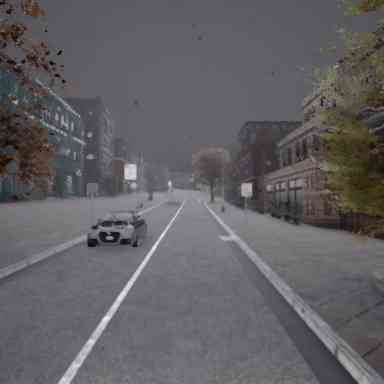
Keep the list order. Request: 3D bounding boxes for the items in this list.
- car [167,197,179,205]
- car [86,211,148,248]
[{"bbox_3d":[-3.147,1.460,55.482,1.895,1.301,4.718,0,0,0],"label":"car"},{"bbox_3d":[-3.100,1.534,14.489,1.994,1.385,4.181,0,0,0],"label":"car"}]
